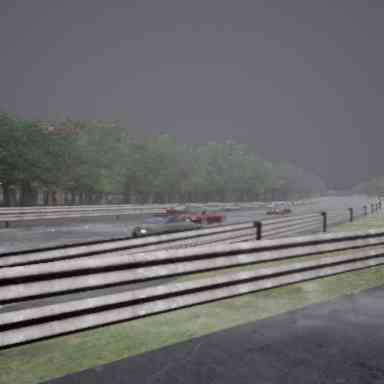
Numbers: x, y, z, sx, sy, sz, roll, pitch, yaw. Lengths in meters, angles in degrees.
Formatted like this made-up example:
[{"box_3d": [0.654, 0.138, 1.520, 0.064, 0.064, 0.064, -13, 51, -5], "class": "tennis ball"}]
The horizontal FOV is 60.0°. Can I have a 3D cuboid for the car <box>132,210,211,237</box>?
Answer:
[{"box_3d": [-1.135, 1.859, 17.403, 1.994, 1.385, 4.181, 0, -1, 35], "class": "car"}]

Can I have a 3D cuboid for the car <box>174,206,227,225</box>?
[{"box_3d": [0.932, 1.999, 26.286, 1.895, 1.301, 4.718, 0, -1, 35], "class": "car"}]

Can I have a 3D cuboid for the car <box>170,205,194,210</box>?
[{"box_3d": [-0.360, 1.903, 30.583, 1.882, 1.535, 5.008, 0, 0, 35], "class": "car"}]

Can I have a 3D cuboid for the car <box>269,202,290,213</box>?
[{"box_3d": [13.558, 2.339, 51.508, 1.812, 1.442, 4.674, 0, -1, 33], "class": "car"}]

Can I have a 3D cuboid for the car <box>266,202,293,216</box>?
[{"box_3d": [10.829, 2.208, 40.915, 2.033, 1.411, 5.357, 0, -1, 33], "class": "car"}]
